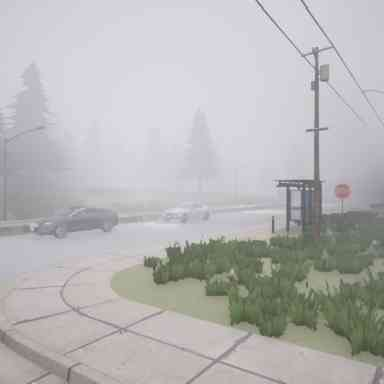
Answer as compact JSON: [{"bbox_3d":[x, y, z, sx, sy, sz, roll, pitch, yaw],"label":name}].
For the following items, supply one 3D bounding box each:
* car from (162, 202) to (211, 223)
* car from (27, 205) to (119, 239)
[{"bbox_3d":[-0.305,1.526,25.833,1.812,1.442,4.674,0,0,36],"label":"car"},{"bbox_3d":[-6.150,1.492,17.760,2.128,1.511,4.902,0,0,36],"label":"car"}]
